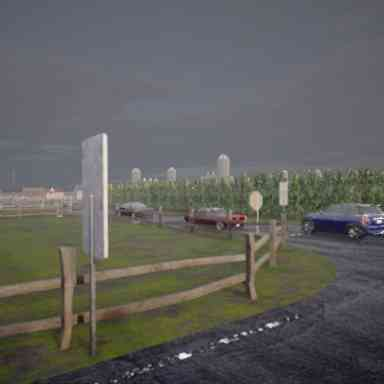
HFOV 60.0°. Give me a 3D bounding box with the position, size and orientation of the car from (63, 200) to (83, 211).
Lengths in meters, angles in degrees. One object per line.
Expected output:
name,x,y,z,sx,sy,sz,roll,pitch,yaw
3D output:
car,-17.604,1.936,48.889,2.033,1.411,5.357,-1,0,-35

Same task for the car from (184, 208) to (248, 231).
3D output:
car,1.505,1.710,21.917,1.895,1.301,4.718,-1,0,-36

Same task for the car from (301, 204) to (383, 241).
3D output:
car,7.845,1.383,17.355,2.097,1.767,4.553,-1,0,-23

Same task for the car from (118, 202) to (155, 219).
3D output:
car,-5.347,1.683,31.537,1.882,1.535,5.008,-1,0,-35
